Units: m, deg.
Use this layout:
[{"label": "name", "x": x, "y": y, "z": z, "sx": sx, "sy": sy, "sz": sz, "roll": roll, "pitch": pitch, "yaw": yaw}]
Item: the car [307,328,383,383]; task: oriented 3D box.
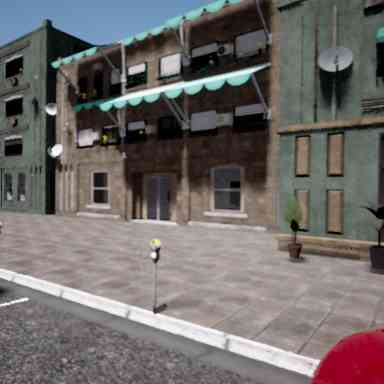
[{"label": "car", "x": 2.792, "y": 1.324, "z": 0.875, "sx": 5.009, "sy": 1.841, "sz": 2.192, "roll": 0, "pitch": 1, "yaw": 36}]
